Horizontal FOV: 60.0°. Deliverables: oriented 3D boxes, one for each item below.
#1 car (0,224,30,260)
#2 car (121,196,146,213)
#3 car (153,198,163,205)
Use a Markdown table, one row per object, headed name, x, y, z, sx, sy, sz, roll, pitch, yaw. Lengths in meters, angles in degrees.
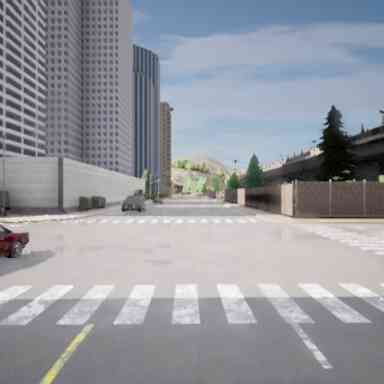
| name | x | y | z | sx | sy | sz | roll | pitch | yaw |
| --- | --- | --- | --- | --- | --- | --- | --- | --- | --- |
| car | -6.986 | 1.687 | 10.197 | 1.895 | 1.301 | 4.718 | 0 | 0 | 0 |
| car | -6.937 | 1.501 | 39.947 | 2.150 | 2.045 | 5.566 | 0 | 1 | 0 |
| car | -6.893 | 1.830 | 67.771 | 2.033 | 1.411 | 5.357 | 0 | 0 | 0 |
